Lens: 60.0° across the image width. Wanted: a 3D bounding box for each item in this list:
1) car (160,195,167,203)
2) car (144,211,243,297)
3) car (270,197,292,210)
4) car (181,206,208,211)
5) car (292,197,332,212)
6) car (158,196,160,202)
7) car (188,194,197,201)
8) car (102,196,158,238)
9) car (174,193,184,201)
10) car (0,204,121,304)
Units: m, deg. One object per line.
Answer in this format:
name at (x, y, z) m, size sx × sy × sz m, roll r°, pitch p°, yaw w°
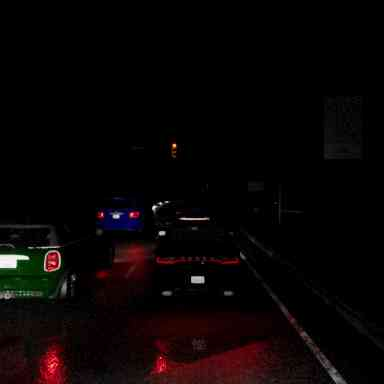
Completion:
car at (-6.897, 1.543, 68.969) m, size 2.033 × 1.411 × 5.357 m, roll 0°, pitch 0°, yaw 0°
car at (0.113, 1.477, 8.648) m, size 1.882 × 1.535 × 5.008 m, roll 0°, pitch 0°, yaw 0°
car at (12.228, 1.351, 41.958) m, size 4.553 × 1.767 × 2.097 m, roll 0°, pitch 0°, yaw 3°
car at (0.127, 1.491, 18.148) m, size 2.128 × 1.511 × 4.902 m, roll 0°, pitch 0°, yaw 0°
car at (14.158, 1.562, 38.338) m, size 4.181 × 1.385 × 1.994 m, roll 0°, pitch 0°, yaw 3°
car at (-7.002, 1.503, 55.801) m, size 1.837 × 1.490 × 4.892 m, roll 0°, pitch 0°, yaw 0°
car at (0.128, 1.345, 85.967) m, size 2.097 × 1.767 × 4.553 m, roll 0°, pitch 0°, yaw 0°
car at (-3.393, 1.221, 17.893) m, size 2.150 × 2.045 × 5.566 m, roll 0°, pitch 0°, yaw 2°
car at (-3.372, 1.216, 85.650) m, size 2.150 × 2.045 × 5.566 m, roll 0°, pitch 0°, yaw 0°
car at (-3.388, 1.352, 8.276) m, size 2.097 × 1.767 × 4.553 m, roll 0°, pitch 0°, yaw 0°
